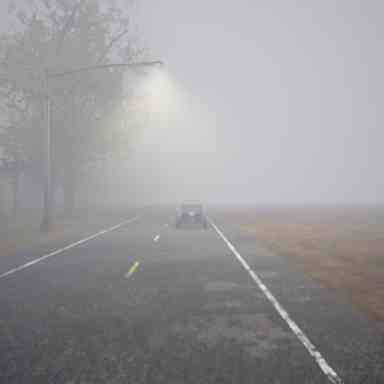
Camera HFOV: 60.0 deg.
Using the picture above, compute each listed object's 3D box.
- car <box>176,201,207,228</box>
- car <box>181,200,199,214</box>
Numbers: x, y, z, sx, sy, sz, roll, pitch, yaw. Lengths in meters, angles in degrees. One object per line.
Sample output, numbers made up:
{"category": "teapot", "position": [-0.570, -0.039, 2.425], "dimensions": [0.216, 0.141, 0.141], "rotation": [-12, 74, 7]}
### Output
{"category": "car", "position": [-0.048, 1.554, 24.288], "dimensions": [2.097, 1.767, 4.553], "rotation": [0, 0, -1]}
{"category": "car", "position": [-0.274, 1.839, 41.521], "dimensions": [2.128, 1.511, 4.902], "rotation": [0, -1, -1]}
